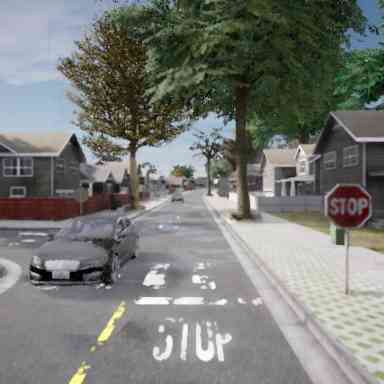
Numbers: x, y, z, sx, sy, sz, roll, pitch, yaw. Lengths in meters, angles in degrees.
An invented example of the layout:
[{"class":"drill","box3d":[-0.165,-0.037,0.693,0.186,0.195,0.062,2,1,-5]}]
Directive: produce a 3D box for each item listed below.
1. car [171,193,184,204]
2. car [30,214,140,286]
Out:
[{"class":"car","box3d":[-2.169,0.889,50.689,1.837,1.490,4.892,0,1,1]},{"class":"car","box3d":[-2.663,1.411,9.271,2.128,1.511,4.902,0,0,1]}]
